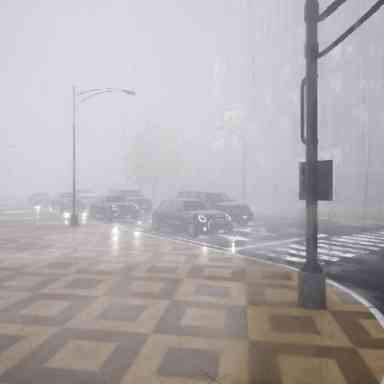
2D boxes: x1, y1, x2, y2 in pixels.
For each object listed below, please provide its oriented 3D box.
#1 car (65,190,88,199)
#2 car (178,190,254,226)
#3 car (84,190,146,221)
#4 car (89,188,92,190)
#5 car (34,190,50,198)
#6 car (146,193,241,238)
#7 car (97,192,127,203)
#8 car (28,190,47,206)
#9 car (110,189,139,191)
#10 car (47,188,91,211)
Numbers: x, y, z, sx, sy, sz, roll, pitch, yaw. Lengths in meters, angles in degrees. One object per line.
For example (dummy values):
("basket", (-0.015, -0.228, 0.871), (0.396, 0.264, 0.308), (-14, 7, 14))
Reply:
("car", (-20.169, 0.479, 58.103), (2.033, 1.411, 5.357), (0, 1, -40))
("car", (1.103, 0.950, 20.179), (2.150, 2.045, 5.566), (0, 1, -40))
("car", (-5.501, 0.964, 23.329), (2.097, 1.767, 4.553), (0, 1, -38))
("car", (-12.137, 0.558, 37.040), (2.150, 2.045, 5.566), (0, 1, -37))
("car", (-28.756, 0.281, 63.740), (1.812, 1.442, 4.674), (0, 1, -38))
("car", (-0.088, 1.124, 16.485), (2.097, 1.767, 4.553), (0, 1, -38))
("car", (-11.331, 0.743, 46.810), (2.033, 1.411, 5.357), (0, 1, -38))
("car", (-17.848, 0.771, 39.069), (1.812, 1.442, 4.674), (0, 1, -38))
("car", (-5.519, 0.754, 28.604), (2.150, 2.045, 5.566), (0, 1, -38))
("car", (-11.534, 0.786, 30.993), (2.097, 1.767, 4.553), (0, 1, -38))
